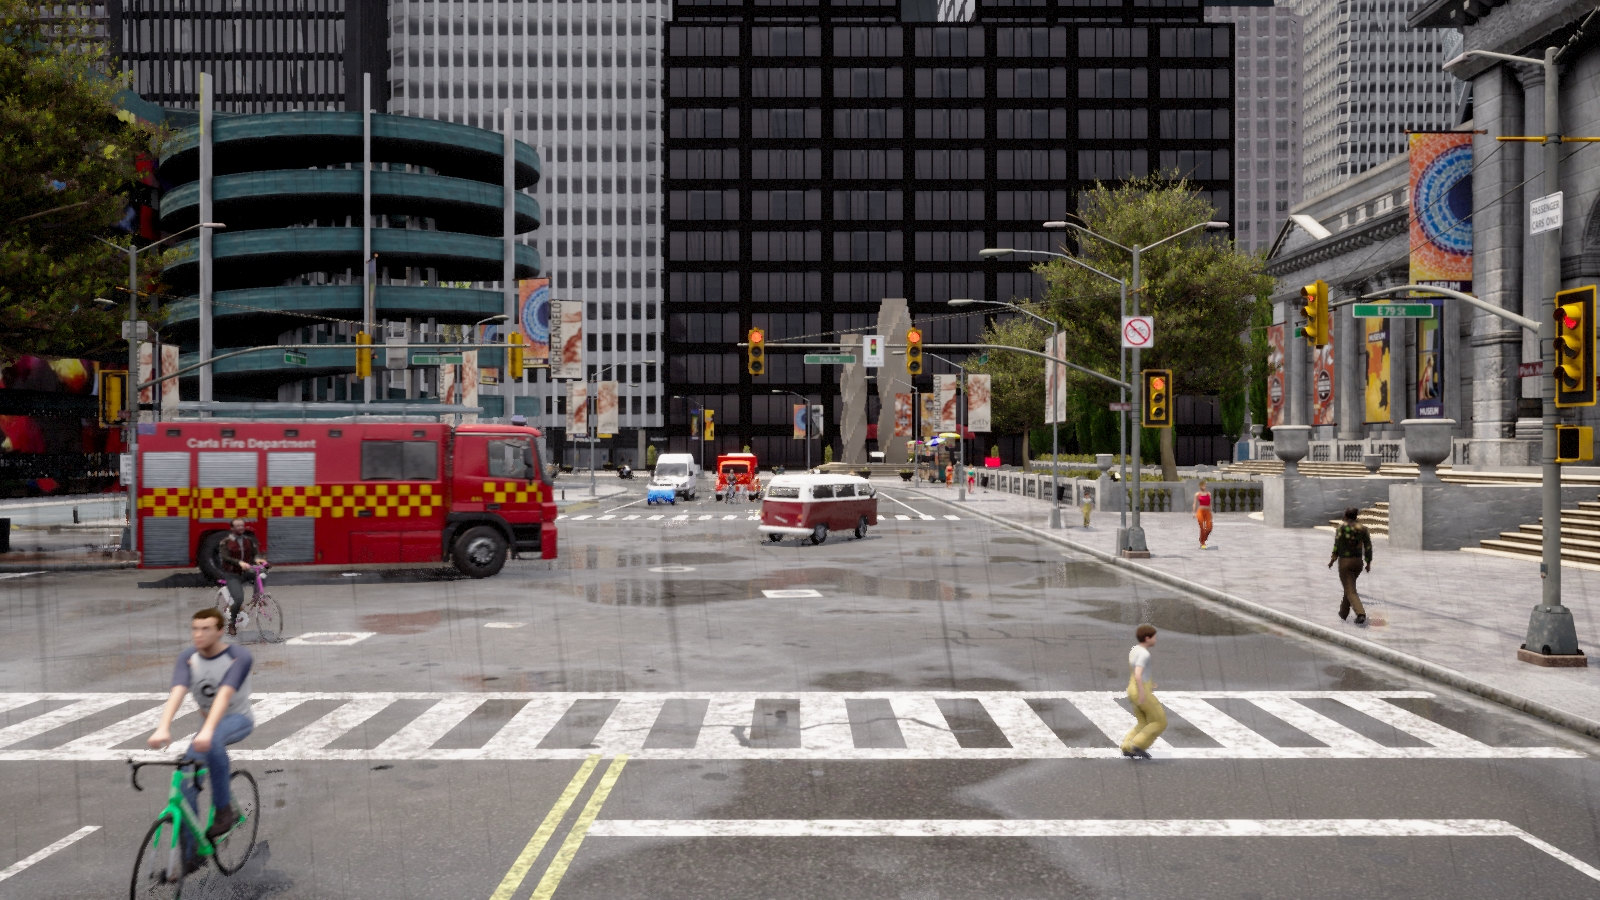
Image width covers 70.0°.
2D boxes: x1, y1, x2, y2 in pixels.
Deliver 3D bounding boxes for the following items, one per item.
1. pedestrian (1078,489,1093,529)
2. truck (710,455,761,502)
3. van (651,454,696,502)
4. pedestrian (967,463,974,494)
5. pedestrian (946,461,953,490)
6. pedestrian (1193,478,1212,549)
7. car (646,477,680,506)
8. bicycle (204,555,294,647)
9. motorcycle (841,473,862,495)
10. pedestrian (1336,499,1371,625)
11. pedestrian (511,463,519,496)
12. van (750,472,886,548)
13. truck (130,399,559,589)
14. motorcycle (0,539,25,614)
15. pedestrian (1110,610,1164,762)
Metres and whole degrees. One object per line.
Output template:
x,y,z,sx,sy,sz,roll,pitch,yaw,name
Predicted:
9.533,1.962,38.095,0.375,1.300,0.375,0,0,-6,pedestrian
-3.541,1.543,64.074,2.627,2.467,5.204,0,0,-1,truck
-7.042,1.510,64.165,1.988,2.561,5.915,0,0,-1,van
10.049,1.670,67.281,0.375,1.860,0.375,0,0,-4,pedestrian
9.840,1.666,75.261,0.375,1.860,0.375,0,0,-7,pedestrian
10.649,1.684,30.248,0.375,1.860,0.375,0,0,0,pedestrian
-6.988,2.098,58.266,1.481,1.376,2.207,0,0,0,car
-8.142,2.203,16.860,1.835,1.171,0.329,0,1,35,bicycle
3.203,2.143,71.757,0.764,1.277,2.356,-2,0,-10,motorcycle
8.396,1.689,17.340,0.375,1.860,0.375,0,0,6,pedestrian
-16.209,1.671,64.949,0.375,1.860,0.375,0,0,3,pedestrian
0.623,1.769,35.232,2.069,2.038,4.480,2,1,34,van
-9.761,0.880,25.480,8.468,3.827,2.891,0,0,-14,truck
-14.814,2.197,19.922,2.209,1.251,0.867,0,1,14,motorcycle
3.047,2.124,10.349,0.375,1.300,0.375,0,0,-2,pedestrian
